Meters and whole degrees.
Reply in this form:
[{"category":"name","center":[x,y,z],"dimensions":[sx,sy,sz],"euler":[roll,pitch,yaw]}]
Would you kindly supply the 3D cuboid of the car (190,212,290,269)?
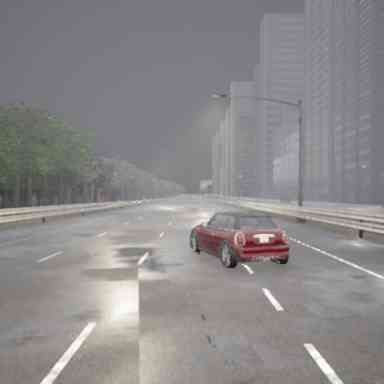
[{"category":"car","center":[1.505,1.503,12.081],"dimensions":[2.097,1.767,4.553],"euler":[1,-1,-19]}]
